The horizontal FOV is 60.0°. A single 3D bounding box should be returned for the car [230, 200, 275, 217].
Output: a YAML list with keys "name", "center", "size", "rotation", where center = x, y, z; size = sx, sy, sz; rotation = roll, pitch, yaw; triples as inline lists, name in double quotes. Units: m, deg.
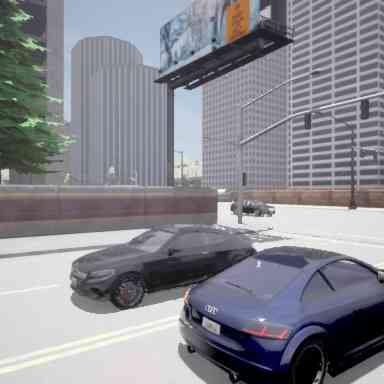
- name: "car"
  center: [5.706, 1.491, 31.572]
  size: [2.128, 1.511, 4.902]
  rotation: [0, 0, -34]

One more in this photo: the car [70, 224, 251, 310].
- name: "car"
  center: [-0.445, 1.526, 7.949]
  size: [4.674, 1.442, 1.812]
  rotation: [0, 0, -36]

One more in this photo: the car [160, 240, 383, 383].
- name: "car"
  center: [1.871, 1.564, 5.121]
  size: [4.181, 1.385, 1.994]
  rotation: [0, 0, -35]
